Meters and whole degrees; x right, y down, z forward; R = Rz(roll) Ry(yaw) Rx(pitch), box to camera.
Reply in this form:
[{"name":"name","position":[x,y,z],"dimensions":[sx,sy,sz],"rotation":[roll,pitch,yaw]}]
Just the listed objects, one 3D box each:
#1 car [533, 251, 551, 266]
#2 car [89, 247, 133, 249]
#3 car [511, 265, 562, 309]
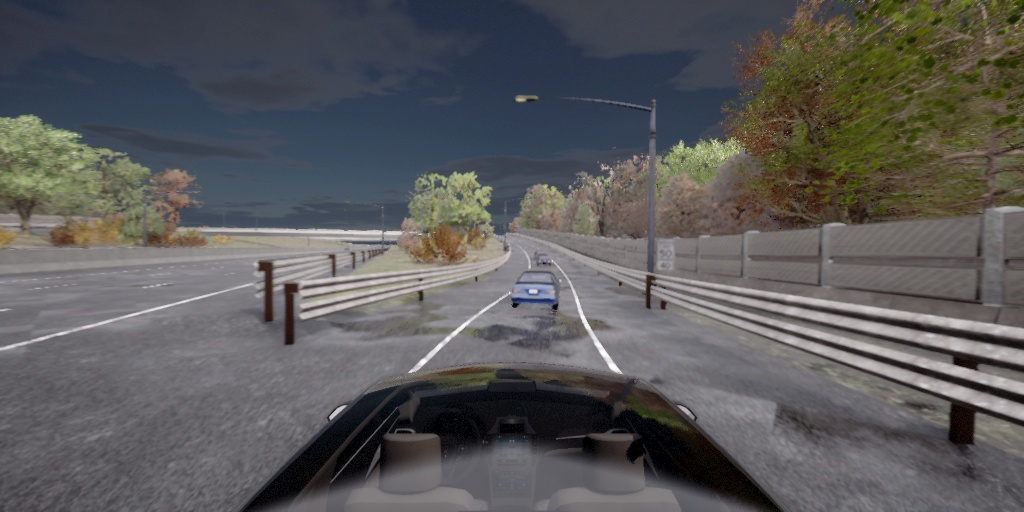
[{"name":"car","position":[4.002,0.492,45.623],"dimensions":[2.033,1.411,5.357],"rotation":[1,3,2]},{"name":"car","position":[-38.368,-0.079,34.875],"dimensions":[1.837,1.490,4.892],"rotation":[0,1,-18]},{"name":"car","position":[1.110,1.326,15.379],"dimensions":[2.033,1.411,5.357],"rotation":[1,0,8]}]
